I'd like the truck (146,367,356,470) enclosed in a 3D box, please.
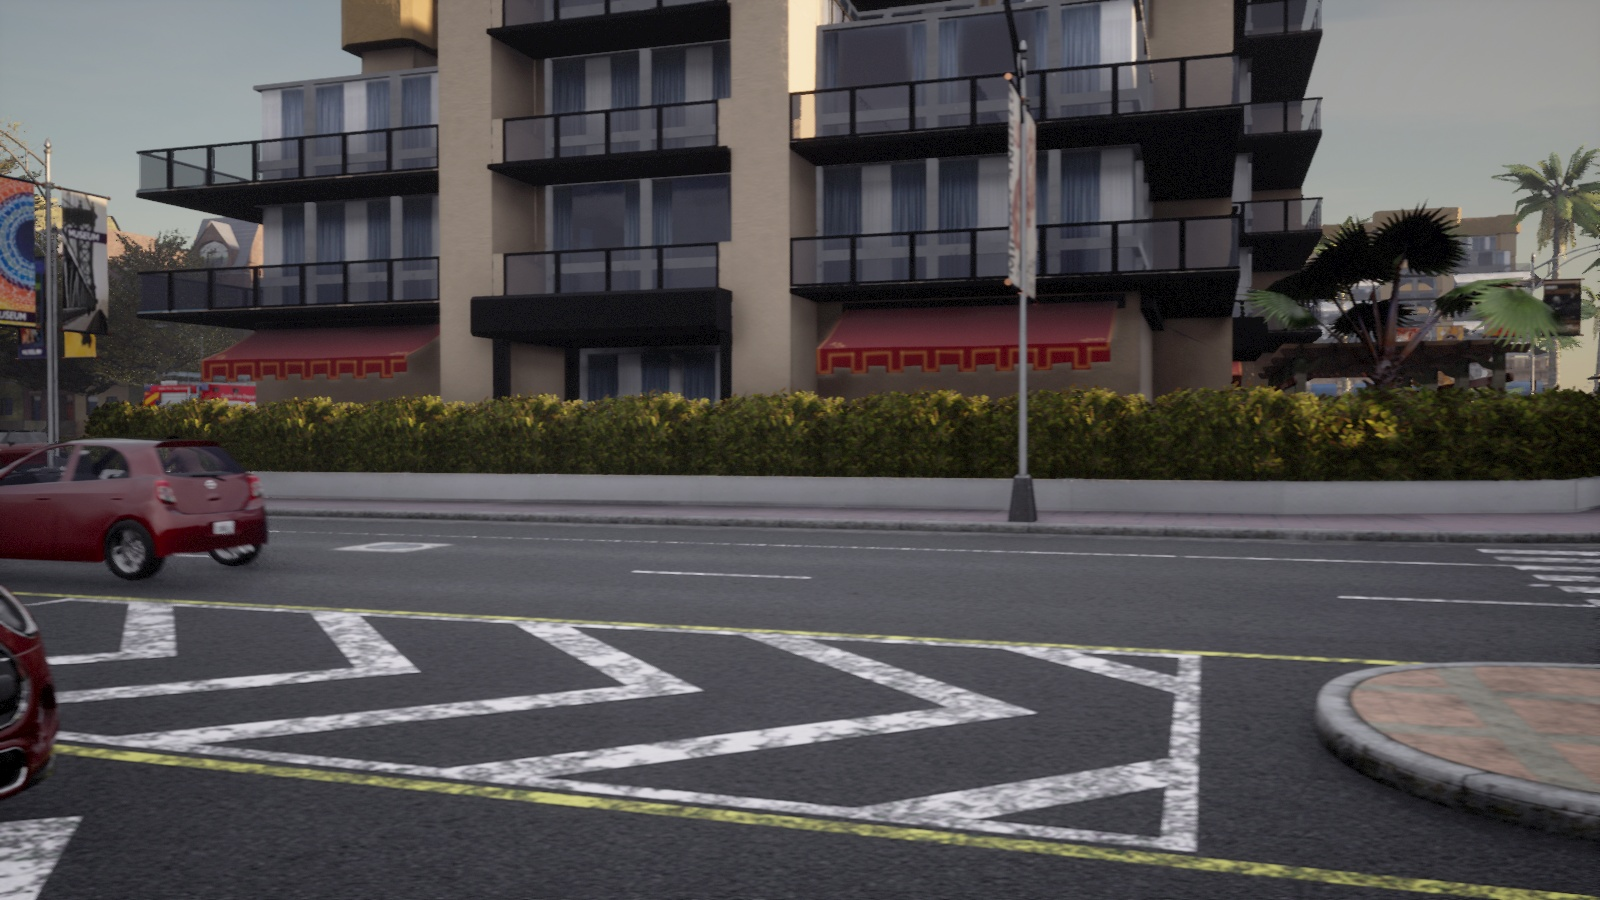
[{"bbox_3d":[-21.909,-1.232,50.768,2.891,3.827,8.468,1,1,18],"label":"truck"}]

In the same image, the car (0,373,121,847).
[{"bbox_3d":[-5.300,0.581,4.907,4.553,1.767,2.097,1,1,18],"label":"car"}]

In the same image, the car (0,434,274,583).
[{"bbox_3d":[-8.110,0.579,14.248,3.633,1.501,1.845,1,1,18],"label":"car"}]

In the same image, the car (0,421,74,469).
[{"bbox_3d":[-30.295,-0.204,47.588,2.097,1.767,4.553,1,1,18],"label":"car"}]
